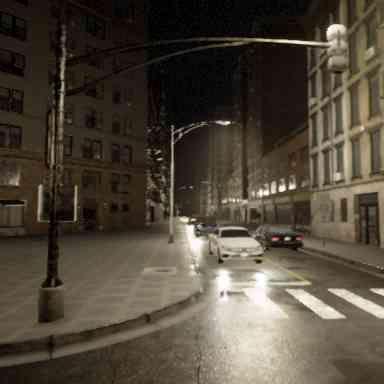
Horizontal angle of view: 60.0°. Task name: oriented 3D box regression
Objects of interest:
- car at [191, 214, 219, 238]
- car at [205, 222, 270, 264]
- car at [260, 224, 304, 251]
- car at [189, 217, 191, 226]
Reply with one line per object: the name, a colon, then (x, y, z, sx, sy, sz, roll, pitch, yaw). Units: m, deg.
car: (1.302, 2.905, 28.562, 2.097, 1.767, 4.553, 0, -3, -2)
car: (1.881, 2.323, 15.320, 1.812, 1.442, 4.674, 0, -3, -4)
car: (4.725, 2.594, 19.494, 2.033, 1.411, 5.357, 0, -3, -4)
car: (0.443, 4.374, 50.034, 2.033, 1.411, 5.357, 0, -3, -2)
